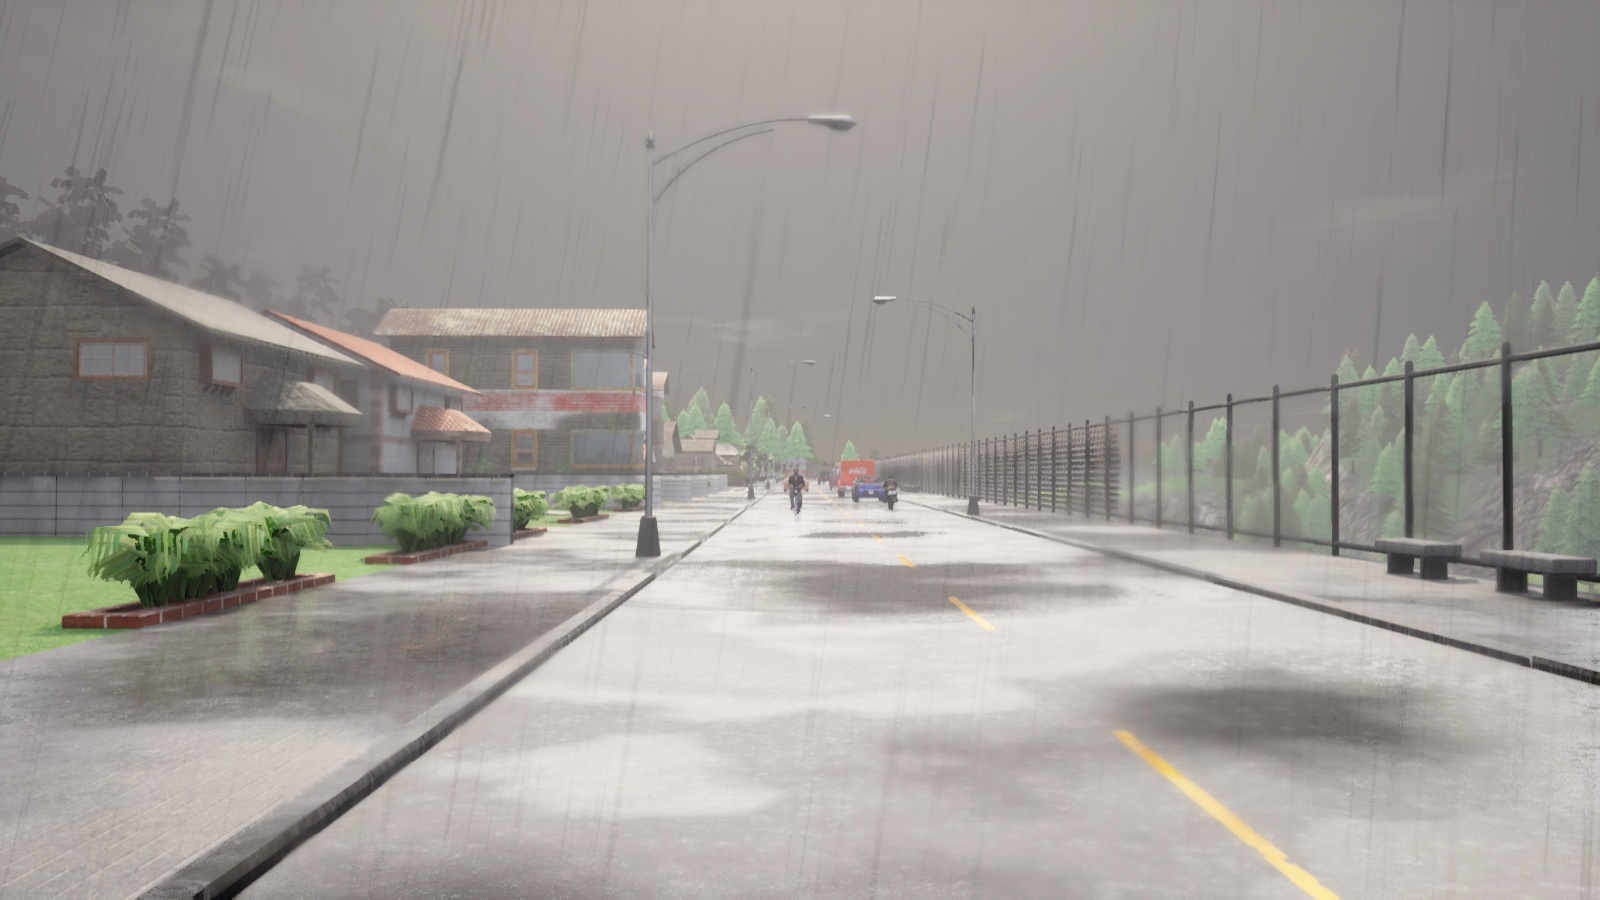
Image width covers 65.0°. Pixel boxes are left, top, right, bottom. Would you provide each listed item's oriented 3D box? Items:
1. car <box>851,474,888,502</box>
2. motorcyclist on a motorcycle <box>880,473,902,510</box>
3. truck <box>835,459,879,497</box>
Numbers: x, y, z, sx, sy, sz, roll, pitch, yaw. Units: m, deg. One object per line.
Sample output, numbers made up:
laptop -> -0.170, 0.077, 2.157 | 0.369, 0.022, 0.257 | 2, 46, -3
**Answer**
car -> 3.801, 2.076, 69.186 | 1.816, 1.474, 4.193 | 0, -1, 0
motorcyclist on a motorcycle -> 3.846, 1.755, 53.301 | 0.797, 1.523, 2.044 | 0, -1, 0
truck -> 3.756, 1.843, 83.829 | 2.627, 2.467, 5.204 | 0, -1, 0
